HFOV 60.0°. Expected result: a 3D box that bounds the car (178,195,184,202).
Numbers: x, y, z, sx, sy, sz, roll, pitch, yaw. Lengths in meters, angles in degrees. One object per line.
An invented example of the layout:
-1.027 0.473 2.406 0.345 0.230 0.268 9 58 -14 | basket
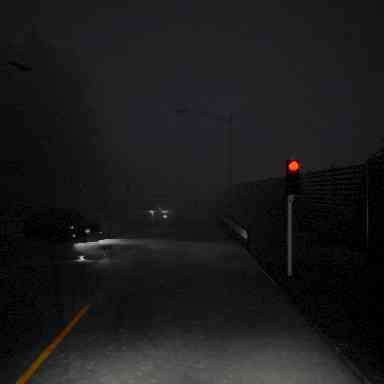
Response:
-2.573 1.500 75.470 1.837 1.490 4.892 0 0 -36 | car

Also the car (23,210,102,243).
-6.258 1.564 16.026 4.181 1.385 1.994 0 0 35 | car

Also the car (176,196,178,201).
-4.226 1.525 63.979 1.812 1.442 4.674 0 0 0 | car

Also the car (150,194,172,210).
-4.231 1.221 43.935 2.150 2.045 5.566 0 0 0 | car

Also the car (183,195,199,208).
-0.045 1.525 48.469 1.812 1.442 4.674 0 0 0 | car

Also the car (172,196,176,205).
-4.249 1.352 53.786 2.097 1.767 4.553 0 0 0 | car
